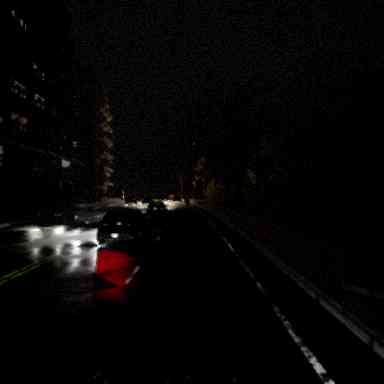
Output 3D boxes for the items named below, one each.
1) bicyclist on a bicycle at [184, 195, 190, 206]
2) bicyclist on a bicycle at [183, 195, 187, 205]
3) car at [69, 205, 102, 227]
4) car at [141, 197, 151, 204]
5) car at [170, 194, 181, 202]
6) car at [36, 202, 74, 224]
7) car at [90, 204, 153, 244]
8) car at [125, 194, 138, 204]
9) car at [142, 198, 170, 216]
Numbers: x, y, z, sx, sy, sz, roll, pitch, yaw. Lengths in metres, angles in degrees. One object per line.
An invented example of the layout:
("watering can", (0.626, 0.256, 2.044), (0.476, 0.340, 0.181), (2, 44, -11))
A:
("bicyclist on a bicycle", (-0.707, 1.578, 56.425), (0.866, 1.612, 1.509), (0, 0, -4))
("bicyclist on a bicycle", (-1.292, 1.529, 64.332), (0.659, 1.776, 1.843), (0, 0, -5))
("car", (-6.767, 1.666, 23.533), (1.895, 1.301, 4.718), (0, 0, -1))
("car", (-8.724, 1.641, 64.396), (1.882, 1.535, 5.008), (0, 0, -4))
("car", (-3.633, 1.603, 80.478), (1.882, 1.535, 5.008), (0, 0, -6))
("car", (-10.060, 1.548, 25.322), (1.882, 1.535, 5.008), (0, 0, -1))
("car", (-3.205, 1.549, 16.142), (1.837, 1.490, 4.892), (0, 0, -1))
("car", (-12.167, 1.394, 66.787), (2.150, 2.045, 5.566), (0, 0, -5))
("car", (-3.612, 1.639, 34.098), (2.033, 1.411, 5.357), (0, 0, -2))
